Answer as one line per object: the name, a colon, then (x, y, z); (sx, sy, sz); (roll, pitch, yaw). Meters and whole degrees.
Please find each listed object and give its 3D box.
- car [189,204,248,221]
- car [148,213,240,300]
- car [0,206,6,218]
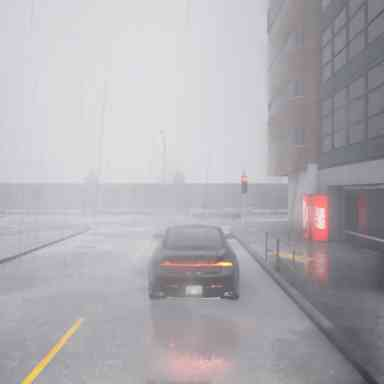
car: (2.117, 1.601, 26.755); (4.718, 1.301, 1.895); (0, 0, 0)
car: (0.055, 1.505, 8.361); (1.837, 1.490, 4.892); (0, 0, 1)
car: (-17.514, 1.352, 26.769); (4.553, 1.767, 2.097); (0, 0, 0)
